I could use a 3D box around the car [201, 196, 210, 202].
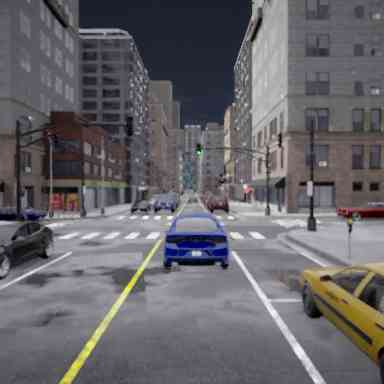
[{"bbox_3d":[3.072,1.596,75.878,1.947,1.339,4.313,-1,0,0],"label":"car"}]

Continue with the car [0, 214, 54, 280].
[{"bbox_3d":[-5.649,1.566,9.928,1.947,1.339,4.313,-1,0,0],"label":"car"}]

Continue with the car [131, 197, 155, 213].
[{"bbox_3d":[-5.574,1.583,36.802,1.947,1.339,4.313,-1,0,0],"label":"car"}]

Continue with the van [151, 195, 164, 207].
[{"bbox_3d":[-5.529,1.367,53.559,1.690,1.788,3.998,-1,0,0],"label":"van"}]

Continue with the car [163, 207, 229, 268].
[{"bbox_3d":[0.131,1.478,11.267,1.882,1.535,5.008,0,0,0],"label":"car"}]

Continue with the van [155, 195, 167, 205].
[{"bbox_3d":[-5.513,1.369,59.145,1.690,1.788,3.998,-1,0,0],"label":"van"}]

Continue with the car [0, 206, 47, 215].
[{"bbox_3d":[-13.673,1.702,25.138,4.718,1.301,1.895,0,1,-1],"label":"car"}]

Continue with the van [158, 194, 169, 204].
[{"bbox_3d":[-5.497,1.370,64.731,1.690,1.788,3.998,-1,0,0],"label":"van"}]

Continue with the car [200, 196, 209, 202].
[{"bbox_3d":[3.089,1.596,81.464,1.947,1.339,4.313,-1,0,0],"label":"car"}]

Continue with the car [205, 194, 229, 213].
[{"bbox_3d":[2.949,1.332,36.777,2.192,1.841,5.009,-1,0,0],"label":"car"}]

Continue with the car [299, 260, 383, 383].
[{"bbox_3d":[2.860,1.524,4.579,1.752,1.417,4.829,-1,0,0],"label":"car"}]

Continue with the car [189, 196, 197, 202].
[{"bbox_3d":[0.216,1.499,76.671,1.895,1.301,4.718,0,0,0],"label":"car"}]

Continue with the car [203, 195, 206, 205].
[{"bbox_3d":[2.966,1.336,42.363,2.192,1.841,5.009,-1,0,0],"label":"car"}]

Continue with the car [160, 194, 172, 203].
[{"bbox_3d":[-5.482,1.345,70.317,2.192,1.841,5.009,-1,0,0],"label":"car"}]

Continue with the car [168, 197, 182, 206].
[{"bbox_3d":[-2.873,1.575,57.962,2.033,1.411,5.357,0,0,1],"label":"car"}]

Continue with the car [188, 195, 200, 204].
[{"bbox_3d":[0.186,1.521,66.219,2.128,1.511,4.902,0,0,0],"label":"car"}]

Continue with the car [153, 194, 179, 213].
[{"bbox_3d":[-2.990,1.239,37.647,2.150,2.045,5.566,0,0,0],"label":"car"}]

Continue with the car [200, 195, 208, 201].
[{"bbox_3d":[3.106,1.580,87.050,2.008,1.369,4.403,-1,0,0],"label":"car"}]

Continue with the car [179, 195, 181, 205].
[{"bbox_3d":[-2.954,1.376,47.601,2.097,1.767,4.553,0,0,0],"label":"car"}]

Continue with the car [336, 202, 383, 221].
[{"bbox_3d":[13.429,1.445,24.990,4.718,1.301,1.895,-1,1,-1],"label":"car"}]

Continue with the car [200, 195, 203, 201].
[{"bbox_3d":[3.018,1.343,59.120,2.192,1.841,5.009,-1,0,0],"label":"car"}]

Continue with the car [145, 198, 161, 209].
[{"bbox_3d":[-5.543,1.549,47.803,1.752,1.417,4.829,-1,0,0],"label":"car"}]

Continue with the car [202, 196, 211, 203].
[{"bbox_3d":[3.055,1.555,70.462,1.752,1.417,4.829,-1,0,0],"label":"car"}]
